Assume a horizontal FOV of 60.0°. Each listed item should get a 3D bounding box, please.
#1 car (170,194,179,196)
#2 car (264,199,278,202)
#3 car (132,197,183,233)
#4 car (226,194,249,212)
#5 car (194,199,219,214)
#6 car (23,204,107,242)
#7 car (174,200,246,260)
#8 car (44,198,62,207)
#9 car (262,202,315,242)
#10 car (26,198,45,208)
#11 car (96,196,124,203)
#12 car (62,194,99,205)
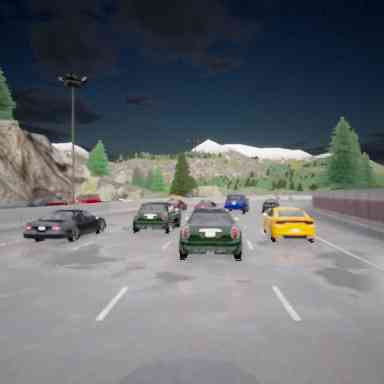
[{"bbox_3d":[-4.694,1.372,84.486,1.882,1.535,5.008,0,0,30],"label":"car"},{"bbox_3d":[8.789,1.526,36.749,1.837,1.490,4.892,0,0,16],"label":"car"},{"bbox_3d":[-1.936,1.361,19.780,2.097,1.767,4.553,0,0,8],"label":"car"},{"bbox_3d":[4.879,1.240,35.865,2.150,2.045,5.566,0,0,15],"label":"car"},{"bbox_3d":[1.689,1.582,37.308,1.994,1.385,4.181,0,0,15],"label":"car"},{"bbox_3d":[-5.947,1.553,16.301,2.033,1.411,5.357,0,0,7],"label":"car"},{"bbox_3d":[0.749,1.358,12.674,2.097,1.767,4.553,0,0,5],"label":"car"},{"bbox_3d":[-17.775,1.616,46.331,1.895,1.301,4.718,0,0,17],"label":"car"},{"bbox_3d":[4.674,1.487,16.567,1.882,1.535,5.008,0,0,7],"label":"car"},{"bbox_3d":[-21.218,1.579,46.924,1.994,1.385,4.181,0,0,17],"label":"car"},{"bbox_3d":[-10.722,1.581,45.358,1.994,1.385,4.181,0,0,17],"label":"car"},{"bbox_3d":[-14.516,1.237,45.033,2.150,2.045,5.566,0,0,17],"label":"car"}]
